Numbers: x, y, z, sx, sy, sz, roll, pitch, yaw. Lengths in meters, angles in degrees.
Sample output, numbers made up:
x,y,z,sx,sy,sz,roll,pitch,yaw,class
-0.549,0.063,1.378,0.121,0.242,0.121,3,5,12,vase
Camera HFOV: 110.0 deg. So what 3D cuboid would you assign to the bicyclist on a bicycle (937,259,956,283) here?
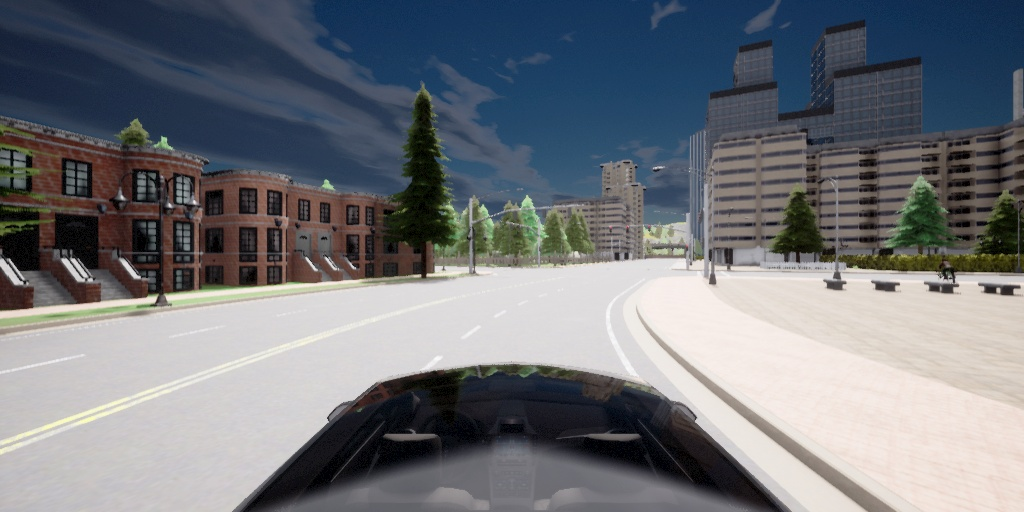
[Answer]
x,y,z,sx,sy,sz,roll,pitch,yaw,class
29.553,1.025,24.434,0.582,1.620,1.656,0,0,25,bicyclist on a bicycle
